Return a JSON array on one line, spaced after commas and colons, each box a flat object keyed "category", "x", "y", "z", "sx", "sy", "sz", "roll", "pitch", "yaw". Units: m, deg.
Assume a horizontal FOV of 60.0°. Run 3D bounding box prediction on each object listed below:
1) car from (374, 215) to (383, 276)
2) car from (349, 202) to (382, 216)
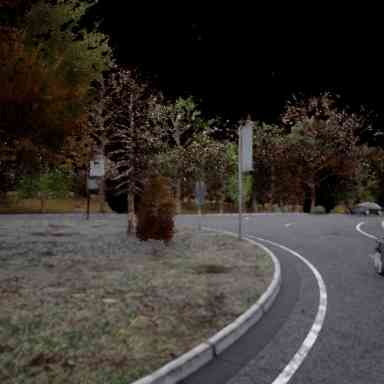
[{"category": "car", "x": 5.444, "y": 1.528, "z": 7.356, "sx": 1.837, "sy": 1.490, "sz": 4.892, "roll": 0, "pitch": 0, "yaw": 19}, {"category": "car", "x": 20.164, "y": 1.962, "z": 38.498, "sx": 4.892, "sy": 1.490, "sz": 1.837, "roll": 3, "pitch": -2, "yaw": -36}]
